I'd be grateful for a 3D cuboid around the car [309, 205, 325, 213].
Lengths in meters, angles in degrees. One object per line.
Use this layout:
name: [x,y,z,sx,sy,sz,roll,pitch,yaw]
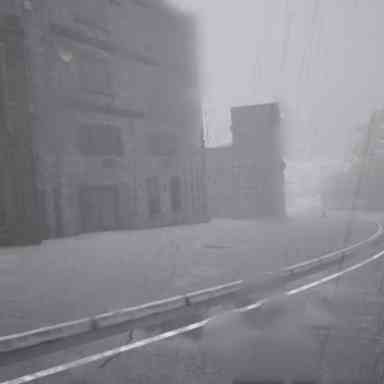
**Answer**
car: [24.432,3.297,65.350,2.033,1.411,5.357,-4,-3,4]
